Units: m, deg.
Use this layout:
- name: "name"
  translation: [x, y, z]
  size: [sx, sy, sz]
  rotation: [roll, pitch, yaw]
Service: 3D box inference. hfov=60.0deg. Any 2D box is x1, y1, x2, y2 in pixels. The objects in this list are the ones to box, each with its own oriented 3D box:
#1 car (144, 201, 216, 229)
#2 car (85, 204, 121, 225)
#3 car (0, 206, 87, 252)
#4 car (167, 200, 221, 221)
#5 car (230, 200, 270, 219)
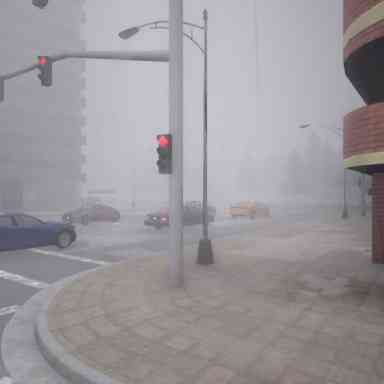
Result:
- name: "car"
  translation: [-0.638, 1.549, 20.948]
  size: [2.033, 1.411, 5.357]
  rotation: [0, 0, 36]
- name: "car"
  translation: [-7.212, 1.566, 24.111]
  size: [1.994, 1.385, 4.181]
  rotation: [0, 0, 36]
- name: "car"
  translation: [-6.750, 1.479, 12.461]
  size: [1.882, 1.535, 5.008]
  rotation: [0, 0, 36]
- name: "car"
  translation: [0.256, 1.493, 28.179]
  size: [2.128, 1.511, 4.902]
  rotation: [0, 0, 36]
- name: "car"
  translation: [5.132, 1.479, 28.961]
  size: [1.882, 1.535, 5.008]
  rotation: [0, 0, 36]
